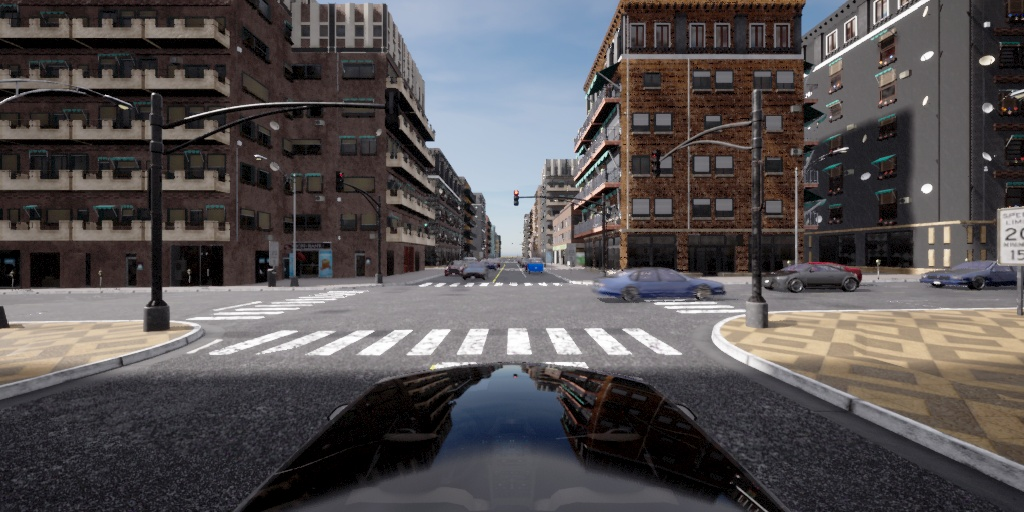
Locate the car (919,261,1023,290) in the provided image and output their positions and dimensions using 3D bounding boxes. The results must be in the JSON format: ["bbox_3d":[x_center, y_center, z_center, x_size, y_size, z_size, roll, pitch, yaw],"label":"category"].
[{"bbox_3d":[24.394,0.943,18.351,5.357,1.411,2.033,-1,0,0],"label":"car"}]

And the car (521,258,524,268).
[{"bbox_3d":[2.565,1.284,47.053,1.888,1.381,4.507,0,0,0],"label":"car"}]

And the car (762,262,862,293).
[{"bbox_3d":[15.026,1.088,18.325,4.181,1.385,1.994,-1,0,0],"label":"car"}]

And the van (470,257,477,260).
[{"bbox_3d":[-5.504,1.079,47.036,1.690,1.789,3.998,0,0,0],"label":"van"}]

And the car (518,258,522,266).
[{"bbox_3d":[2.450,1.301,58.215,1.948,1.339,4.313,0,0,0],"label":"car"}]

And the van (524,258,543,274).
[{"bbox_3d":[2.613,1.081,40.849,1.690,1.789,3.998,0,0,0],"label":"van"}]

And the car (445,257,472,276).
[{"bbox_3d":[-5.515,1.182,35.872,1.967,1.591,4.097,0,0,0],"label":"car"}]

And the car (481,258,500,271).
[{"bbox_3d":[-2.940,1.340,47.251,1.895,1.301,4.718,0,0,0],"label":"car"}]

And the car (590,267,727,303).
[{"bbox_3d":[6.141,1.194,15.455,5.357,1.411,2.033,-1,0,0],"label":"car"}]

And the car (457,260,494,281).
[{"bbox_3d":[-2.964,1.291,30.410,2.033,1.411,5.357,0,0,1],"label":"car"}]
